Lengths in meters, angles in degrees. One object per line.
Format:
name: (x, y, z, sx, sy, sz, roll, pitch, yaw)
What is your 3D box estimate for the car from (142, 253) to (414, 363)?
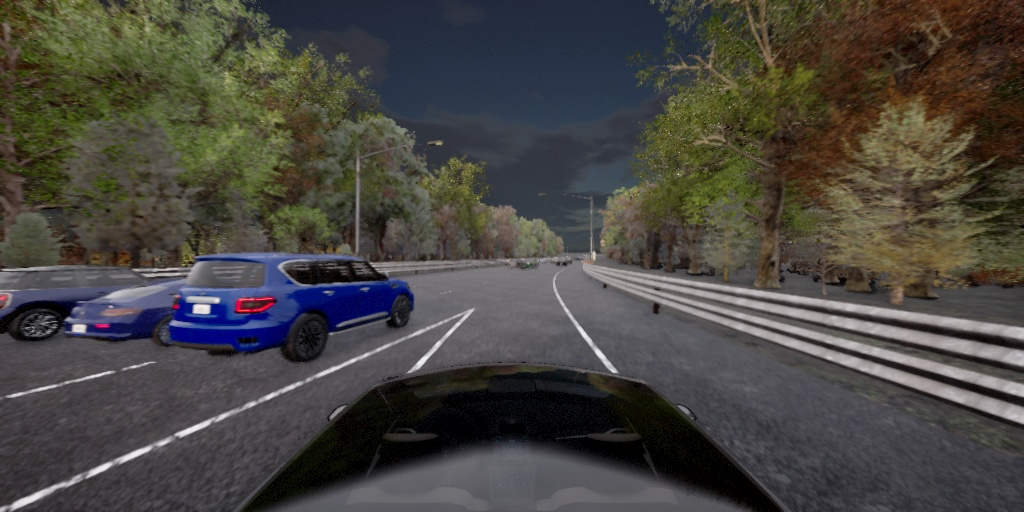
car: (-4.461, 0.969, 8.458, 2.150, 2.045, 5.566, 0, 0, 13)

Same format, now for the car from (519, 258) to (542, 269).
car: (2.998, 1.177, 56.970, 2.097, 1.767, 4.553, 0, 0, 13)

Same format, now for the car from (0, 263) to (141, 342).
car: (-11.308, 1.047, 9.897, 2.097, 1.767, 4.553, 0, 0, 13)

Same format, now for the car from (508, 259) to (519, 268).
car: (0.533, 1.297, 61.904, 2.128, 1.511, 4.902, 0, 0, 13)

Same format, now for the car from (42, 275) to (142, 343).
car: (-7.878, 1.248, 9.199, 1.812, 1.442, 4.674, 0, 0, 13)
